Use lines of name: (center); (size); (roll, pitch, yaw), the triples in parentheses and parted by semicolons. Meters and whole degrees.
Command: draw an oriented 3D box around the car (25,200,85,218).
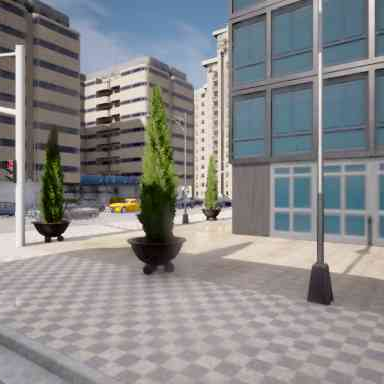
car: (-12.488, 1.581, 30.236); (1.812, 1.442, 4.674); (0, 0, 35)

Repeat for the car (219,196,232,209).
car: (4.447, 1.407, 47.775); (2.097, 1.767, 4.553); (0, 0, 35)

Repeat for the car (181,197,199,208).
car: (-1.383, 1.581, 45.911); (1.812, 1.442, 4.674); (0, 0, 35)

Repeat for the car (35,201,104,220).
car: (-9.972, 1.656, 27.396); (1.895, 1.301, 4.718); (0, 0, 35)

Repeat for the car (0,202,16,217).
car: (-17.144, 1.603, 29.756); (2.033, 1.411, 5.357); (0, 0, 35)

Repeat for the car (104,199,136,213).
car: (-7.163, 1.533, 37.783); (1.882, 1.535, 5.008); (0, 0, 35)

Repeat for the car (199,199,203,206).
car: (-0.023, 1.581, 53.833); (1.812, 1.442, 4.674); (0, 0, 36)
